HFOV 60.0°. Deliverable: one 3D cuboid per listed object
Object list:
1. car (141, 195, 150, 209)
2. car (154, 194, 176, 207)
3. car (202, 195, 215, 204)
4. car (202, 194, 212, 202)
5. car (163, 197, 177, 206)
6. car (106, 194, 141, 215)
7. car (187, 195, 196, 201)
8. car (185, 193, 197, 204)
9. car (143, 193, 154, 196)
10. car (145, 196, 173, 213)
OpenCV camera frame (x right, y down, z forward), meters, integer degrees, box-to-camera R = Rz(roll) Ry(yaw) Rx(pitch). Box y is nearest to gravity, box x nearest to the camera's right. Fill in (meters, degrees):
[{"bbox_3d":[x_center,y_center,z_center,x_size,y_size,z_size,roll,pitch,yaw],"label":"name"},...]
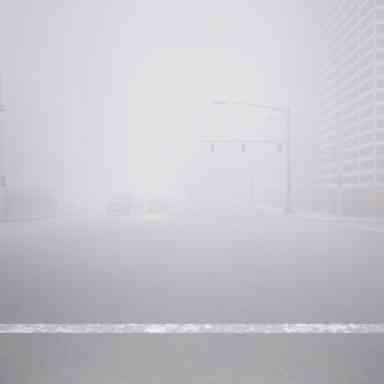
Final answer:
[{"bbox_3d":[-7.195,1.541,44.802,2.033,1.411,5.357,0,0,0],"label":"car"},{"bbox_3d":[-3.695,1.345,46.690,2.097,1.767,4.553,0,0,0],"label":"car"},{"bbox_3d":[3.459,1.517,64.690,1.812,1.442,4.674,0,0,0],"label":"car"},{"bbox_3d":[3.345,1.345,74.593,2.097,1.767,4.553,0,0,0],"label":"car"},{"bbox_3d":[-3.707,1.556,56.503,1.994,1.385,4.181,0,0,0],"label":"car"},{"bbox_3d":[-7.156,1.217,34.551,2.150,2.045,5.566,0,0,2],"label":"car"},{"bbox_3d":[-0.158,1.371,74.441,1.994,1.385,4.181,0,0,0],"label":"car"},{"bbox_3d":[-0.135,1.213,63.770,2.150,2.045,5.566,0,0,0],"label":"car"},{"bbox_3d":[-7.206,1.214,55.326,2.150,2.045,5.566,0,0,0],"label":"car"},{"bbox_3d":[-3.680,1.486,37.473,2.128,1.511,4.902,0,0,0],"label":"car"}]
